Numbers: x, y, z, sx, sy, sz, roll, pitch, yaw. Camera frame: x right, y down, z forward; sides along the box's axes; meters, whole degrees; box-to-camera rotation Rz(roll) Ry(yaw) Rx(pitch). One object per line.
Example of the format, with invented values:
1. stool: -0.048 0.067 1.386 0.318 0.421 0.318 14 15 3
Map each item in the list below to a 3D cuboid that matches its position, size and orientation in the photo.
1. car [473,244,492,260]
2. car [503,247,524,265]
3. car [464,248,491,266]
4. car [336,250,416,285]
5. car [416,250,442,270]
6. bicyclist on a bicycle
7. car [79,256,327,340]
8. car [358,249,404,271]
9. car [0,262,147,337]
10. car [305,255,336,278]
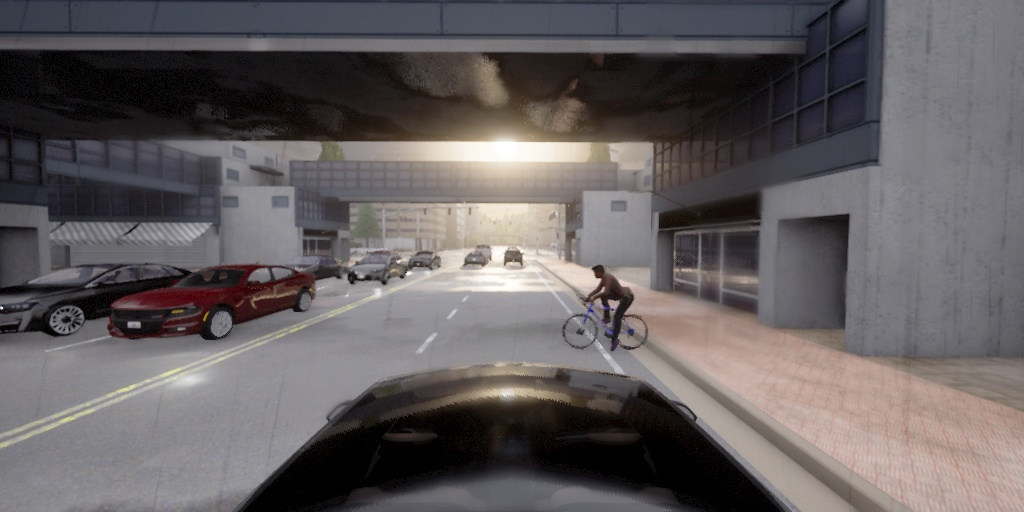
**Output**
1. car: -3.748 -0.530 45.471 2.150 2.045 5.566 0 2 -6
2. car: 0.138 0.100 35.689 1.837 1.490 4.892 0 1 0
3. car: -3.375 0.201 34.096 1.994 1.385 4.181 0 2 1
4. car: -7.065 0.615 19.277 2.128 1.511 4.902 0 2 0
5. car: -7.010 0.291 29.237 1.837 1.490 4.892 0 2 1
6. bicyclist on a bicycle: 1.795 0.987 6.842 1.656 1.620 0.582 1 2 0
7. car: -7.094 0.942 9.225 1.882 1.535 5.008 0 2 0
8. car: -10.508 0.248 29.261 1.882 1.535 5.008 0 2 0
9. car: -10.595 0.939 9.302 2.128 1.511 4.902 0 2 0
10. car: -10.570 0.662 19.120 2.033 1.411 5.357 0 2 0
